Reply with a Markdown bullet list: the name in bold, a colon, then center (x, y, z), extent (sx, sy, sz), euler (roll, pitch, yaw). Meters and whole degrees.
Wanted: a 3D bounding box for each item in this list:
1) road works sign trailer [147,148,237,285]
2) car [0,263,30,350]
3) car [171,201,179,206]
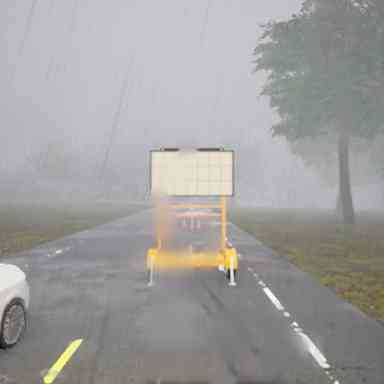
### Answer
- **road works sign trailer**: center (0.000, 0.535, 9.661), extent (2.380, 3.560, 2.880), euler (0, 0, 0)
- **car**: center (-3.503, 1.551, 3.599), extent (1.812, 1.442, 4.674), euler (0, 0, 0)
- **car**: center (-4.387, 2.929, 87.346), extent (1.994, 1.385, 4.181), euler (0, -1, -1)
